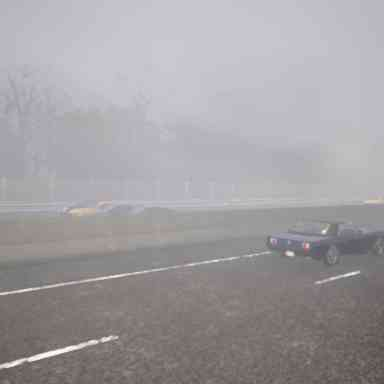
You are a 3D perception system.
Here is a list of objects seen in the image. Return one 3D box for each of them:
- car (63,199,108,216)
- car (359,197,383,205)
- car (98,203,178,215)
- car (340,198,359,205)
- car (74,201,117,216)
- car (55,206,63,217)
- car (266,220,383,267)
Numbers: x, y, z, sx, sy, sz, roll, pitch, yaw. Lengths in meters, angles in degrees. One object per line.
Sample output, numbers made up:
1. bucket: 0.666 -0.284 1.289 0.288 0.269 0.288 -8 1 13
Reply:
1. car: -6.677 1.483 25.021 5.008 1.535 1.882 0 0 -35
2. car: 27.430 1.531 49.276 5.008 1.535 1.882 0 0 -35
3. car: -2.697 1.531 19.262 4.674 1.442 1.812 0 0 -36
4. car: 25.068 1.654 51.887 4.718 1.301 1.895 0 0 -35
5. car: -4.990 1.531 21.925 4.674 1.442 1.812 0 0 -35
6. car: -8.893 1.357 27.732 4.553 1.767 2.097 0 0 -36
7. car: 4.819 1.608 11.479 4.718 1.301 1.895 0 0 -35
